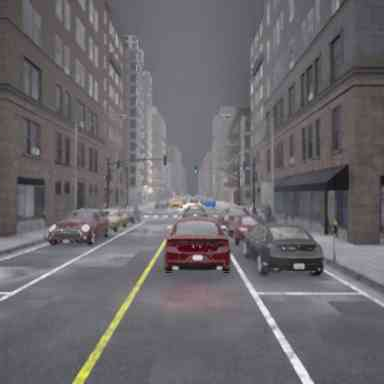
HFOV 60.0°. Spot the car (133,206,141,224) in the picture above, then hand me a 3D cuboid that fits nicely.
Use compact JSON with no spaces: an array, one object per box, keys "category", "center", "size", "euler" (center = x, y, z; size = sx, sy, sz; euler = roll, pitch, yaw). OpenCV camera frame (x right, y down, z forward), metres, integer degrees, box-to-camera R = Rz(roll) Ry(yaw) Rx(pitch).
[{"category":"car","center":[-5.235,1.778,27.085],"size":[2.008,1.369,4.403],"euler":[0,0,0]}]

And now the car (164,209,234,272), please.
[{"category":"car","center":[0.163,1.572,11.166],"size":[1.882,1.535,5.008],"euler":[0,0,0]}]

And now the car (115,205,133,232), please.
[{"category":"car","center":[-5.269,1.705,21.397],"size":[1.752,1.417,4.829],"euler":[0,0,0]}]

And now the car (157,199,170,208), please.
[{"category":"car","center":[-5.041,2.043,59.846],"size":[1.887,1.381,4.507],"euler":[0,0,0]}]

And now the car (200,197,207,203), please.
[{"category":"car","center":[3.187,2.206,93.894],"size":[1.967,1.590,4.097],"euler":[0,0,0]}]

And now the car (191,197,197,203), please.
[{"category":"car","center":[0.551,2.188,94.272],"size":[1.882,1.535,5.008],"euler":[0,0,0]}]

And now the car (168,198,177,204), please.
[{"category":"car","center":[-4.906,2.245,82.573],"size":[1.947,1.339,4.313],"euler":[0,0,0]}]

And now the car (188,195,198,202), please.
[{"category":"car","center":[0.492,2.043,84.241],"size":[2.097,1.767,4.553],"euler":[0,0,0]}]

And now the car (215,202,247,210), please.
[{"category":"car","center":[2.757,1.621,21.529],"size":[1.967,1.590,4.097],"euler":[0,0,0]}]

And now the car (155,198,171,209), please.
[{"category":"car","center":[-5.075,2.002,54.165],"size":[2.008,1.369,4.403],"euler":[0,0,0]}]

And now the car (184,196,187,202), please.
[{"category":"car","center":[-2.351,2.134,68.570],"size":[1.994,1.385,4.181],"euler":[0,0,0]}]

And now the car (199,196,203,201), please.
[{"category":"car","center":[3.086,2.218,76.850],"size":[1.802,1.307,4.206],"euler":[0,0,0]}]

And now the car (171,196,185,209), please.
[{"category":"car","center":[-2.517,1.931,54.433],"size":[1.882,1.535,5.008],"euler":[0,0,1]}]

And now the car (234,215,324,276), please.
[{"category":"car","center":[2.691,1.640,10.490],"size":[2.008,1.369,4.403],"euler":[0,0,0]}]

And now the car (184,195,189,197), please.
[{"category":"car","center":[-2.277,2.189,81.051],"size":[1.812,1.442,4.674],"euler":[0,0,0]}]

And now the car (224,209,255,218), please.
[{"category":"car","center":[2.724,1.717,16.009],"size":[1.802,1.307,4.206],"euler":[0,0,0]}]

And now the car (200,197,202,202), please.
[{"category":"car","center":[3.018,2.127,65.487],"size":[1.802,1.307,4.206],"euler":[0,0,0]}]

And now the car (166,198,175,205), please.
[{"category":"car","center":[-4.941,2.160,76.722],"size":[1.752,1.417,4.829],"euler":[0,0,0]}]

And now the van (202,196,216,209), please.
[{"category":"van","center":[2.950,1.792,54.128],"size":[1.690,1.788,3.998],"euler":[0,0,0]}]

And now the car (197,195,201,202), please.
[{"category":"car","center":[3.120,1.994,82.533],"size":[2.192,1.841,5.009],"euler":[0,0,0]}]

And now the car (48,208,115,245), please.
[{"category":"car","center":[-5.301,1.575,16.050],"size":[1.967,1.590,4.097],"euler":[0,0,0]}]

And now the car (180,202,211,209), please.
[{"category":"car","center":[0.255,1.793,27.467],"size":[1.994,1.385,4.181],"euler":[0,-1,0]}]
